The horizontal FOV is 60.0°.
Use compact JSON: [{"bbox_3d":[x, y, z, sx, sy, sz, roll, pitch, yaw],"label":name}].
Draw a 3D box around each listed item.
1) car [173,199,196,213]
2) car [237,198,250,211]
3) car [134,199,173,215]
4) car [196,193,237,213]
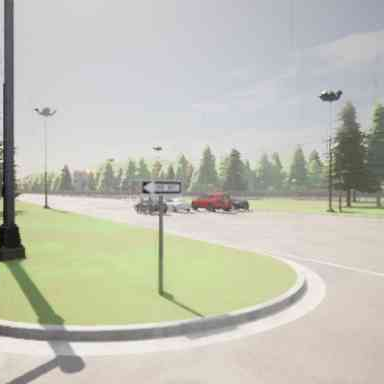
[{"bbox_3d":[-1.872,1.446,35.956,1.812,1.442,4.674,0,0,-33],"label":"car"},{"bbox_3d":[4.620,1.427,38.836,1.837,1.490,4.892,0,0,-33],"label":"car"},{"bbox_3d":[-4.176,1.428,33.104,1.837,1.490,4.892,0,0,-33],"label":"car"},{"bbox_3d":[2.048,1.146,36.370,2.150,2.045,5.566,0,0,-33],"label":"car"}]
